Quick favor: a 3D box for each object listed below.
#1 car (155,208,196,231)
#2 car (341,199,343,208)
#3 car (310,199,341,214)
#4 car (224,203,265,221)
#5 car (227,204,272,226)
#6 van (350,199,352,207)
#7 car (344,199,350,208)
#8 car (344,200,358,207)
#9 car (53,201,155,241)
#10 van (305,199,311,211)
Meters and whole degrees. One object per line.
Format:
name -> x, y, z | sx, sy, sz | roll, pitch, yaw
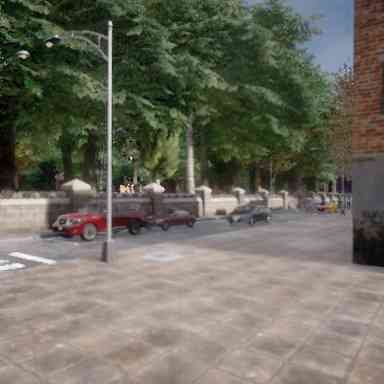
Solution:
car -> -1.364, 1.705, 21.634 | 1.802, 1.307, 4.206 | 0, -1, 36
car -> 24.077, 2.236, 57.033 | 2.008, 1.369, 4.403 | 0, -1, 36
car -> 17.435, 1.980, 43.267 | 1.882, 1.535, 5.008 | 1, -1, 36
car -> 4.897, 1.778, 30.346 | 1.752, 1.417, 4.829 | 0, -1, 36
car -> 4.504, 1.711, 25.432 | 2.128, 1.511, 4.902 | 1, 0, 36
van -> 30.438, 2.181, 65.886 | 1.690, 1.788, 3.998 | 0, -1, 36
car -> 27.257, 2.328, 61.457 | 1.947, 1.339, 4.313 | 0, -1, 36
car -> 33.518, 2.442, 70.169 | 1.752, 1.417, 4.829 | 0, -1, 36
car -> -4.543, 1.375, 17.212 | 2.192, 1.841, 5.009 | 0, -1, 36
van -> 17.718, 1.878, 48.186 | 1.690, 1.788, 3.998 | 0, -1, 36
